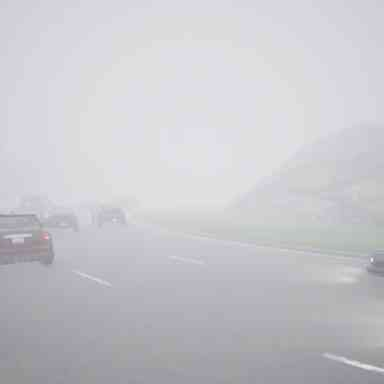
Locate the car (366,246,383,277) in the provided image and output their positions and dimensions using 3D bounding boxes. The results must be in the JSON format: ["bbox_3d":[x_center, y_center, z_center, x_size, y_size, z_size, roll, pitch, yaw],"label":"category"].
[{"bbox_3d":[7.050,1.627,7.565,5.357,1.411,2.033,0,0,35],"label":"car"}]

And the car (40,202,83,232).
[{"bbox_3d":[-8.046,1.571,20.041,1.812,1.442,4.674,0,0,-28],"label":"car"}]

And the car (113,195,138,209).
[{"bbox_3d":[-8.896,1.372,44.271,2.150,2.045,5.566,0,0,6],"label":"car"}]

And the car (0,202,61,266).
[{"bbox_3d":[-6.205,1.367,10.899,2.097,1.767,4.553,1,0,-40],"label":"car"}]

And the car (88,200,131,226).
[{"bbox_3d":[-6.069,1.580,23.968,1.837,1.490,4.892,0,0,-24],"label":"car"}]

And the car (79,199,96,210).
[{"bbox_3d":[-12.574,1.619,41.141,1.837,1.490,4.892,0,0,1],"label":"car"}]

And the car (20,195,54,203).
[{"bbox_3d":[-15.877,1.285,34.347,2.150,2.045,5.566,0,0,-7],"label":"car"}]
